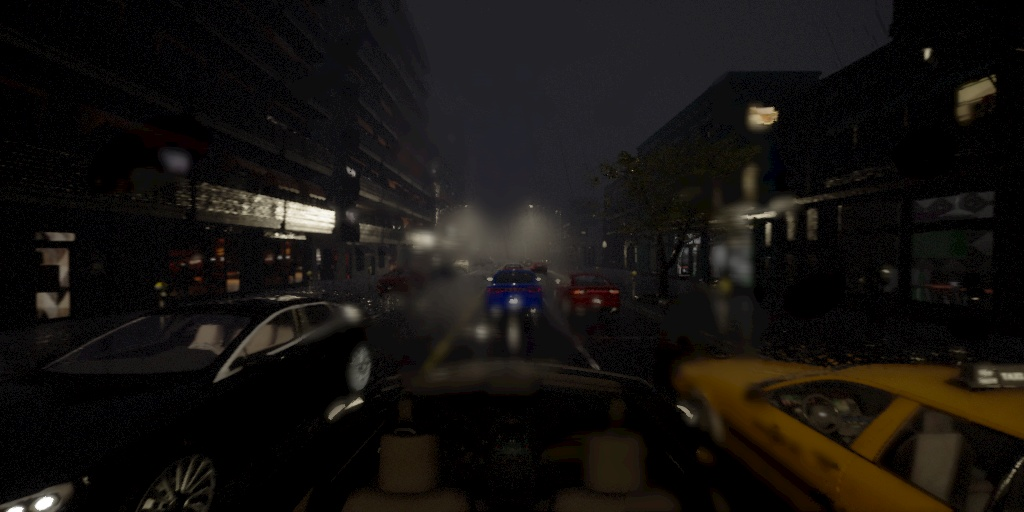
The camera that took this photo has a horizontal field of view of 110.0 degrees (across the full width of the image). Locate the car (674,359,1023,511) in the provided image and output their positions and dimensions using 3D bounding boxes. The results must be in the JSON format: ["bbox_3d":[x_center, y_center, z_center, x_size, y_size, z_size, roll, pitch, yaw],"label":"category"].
[{"bbox_3d":[2.690,1.275,2.213,1.751,1.417,4.829,0,0,0],"label":"car"}]

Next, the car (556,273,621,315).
[{"bbox_3d":[2.690,1.283,13.397,1.888,1.381,4.507,0,0,0],"label":"car"}]

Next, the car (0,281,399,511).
[{"bbox_3d":[-3.090,1.240,3.835,2.128,1.511,4.902,0,0,0],"label":"car"}]

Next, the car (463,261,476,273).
[{"bbox_3d":[-5.688,1.263,41.814,2.007,1.370,4.403,0,0,0],"label":"car"}]

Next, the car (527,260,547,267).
[{"bbox_3d":[2.692,1.298,36.107,1.802,1.307,4.207,0,0,0],"label":"car"}]

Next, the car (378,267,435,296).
[{"bbox_3d":[-5.690,1.278,19.105,1.888,1.381,4.507,0,0,0],"label":"car"}]

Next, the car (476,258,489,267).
[{"bbox_3d":[-5.687,1.258,64.524,1.948,1.339,4.313,0,0,0],"label":"car"}]

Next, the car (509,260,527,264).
[{"bbox_3d":[0.104,1.320,33.197,1.895,1.301,4.718,0,0,0],"label":"car"}]

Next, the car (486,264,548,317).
[{"bbox_3d":[0.101,1.216,13.180,1.882,1.535,5.008,0,0,0],"label":"car"}]

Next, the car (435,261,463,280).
[{"bbox_3d":[-5.689,1.288,30.459,1.948,1.339,4.313,0,0,0],"label":"car"}]

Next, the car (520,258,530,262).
[{"bbox_3d":[2.694,1.263,58.817,1.948,1.339,4.313,0,0,0],"label":"car"}]
